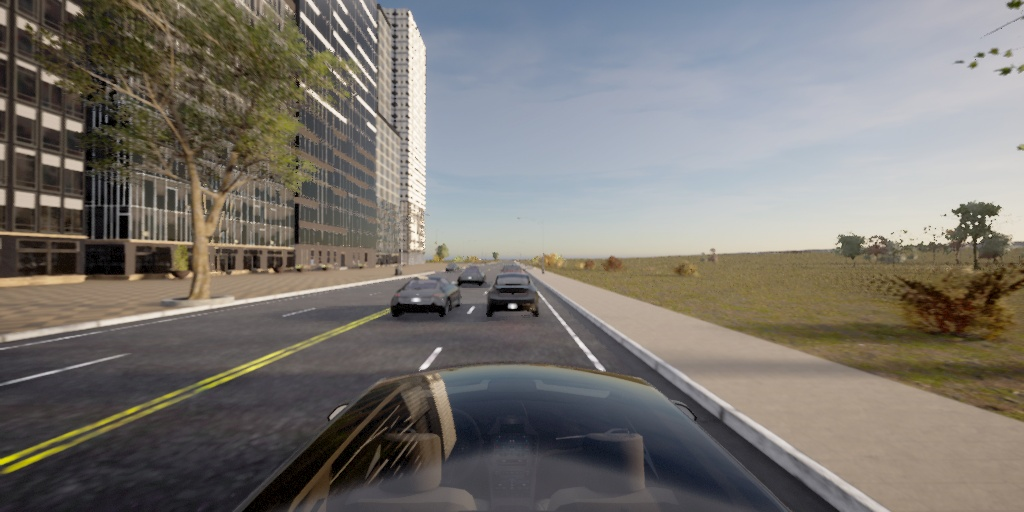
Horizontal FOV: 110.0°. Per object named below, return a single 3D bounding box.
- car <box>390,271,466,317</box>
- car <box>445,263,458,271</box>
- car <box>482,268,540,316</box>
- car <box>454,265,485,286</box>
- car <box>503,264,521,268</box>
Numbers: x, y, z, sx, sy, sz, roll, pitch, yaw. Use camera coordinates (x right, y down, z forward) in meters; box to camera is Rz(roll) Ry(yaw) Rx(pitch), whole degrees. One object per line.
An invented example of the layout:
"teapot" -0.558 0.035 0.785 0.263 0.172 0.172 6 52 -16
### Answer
"car" -3.207 1.470 14.070 1.994 1.385 4.181 0 -1 1
"car" -9.802 1.977 59.098 1.837 1.490 4.892 0 -1 1
"car" 0.044 1.412 14.137 1.837 1.490 4.892 0 0 1
"car" -3.203 1.663 29.357 1.994 1.385 4.181 0 -1 0
"car" 0.044 1.445 29.032 2.097 1.767 4.553 0 -1 1
